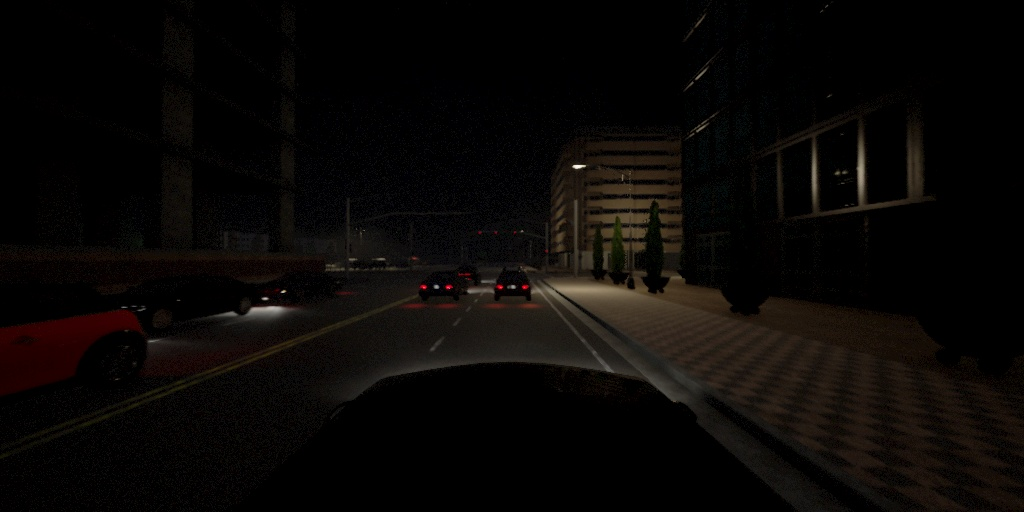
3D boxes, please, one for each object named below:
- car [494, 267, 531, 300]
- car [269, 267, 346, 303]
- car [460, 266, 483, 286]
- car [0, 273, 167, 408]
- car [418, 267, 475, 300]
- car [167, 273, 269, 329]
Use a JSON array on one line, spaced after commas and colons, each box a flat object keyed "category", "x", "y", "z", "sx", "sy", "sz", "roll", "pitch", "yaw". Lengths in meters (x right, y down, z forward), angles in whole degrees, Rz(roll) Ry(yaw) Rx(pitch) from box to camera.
[{"category": "car", "x": 0.051, "y": 1.483, "z": 18.908, "sx": 2.033, "sy": 1.411, "sz": 5.357, "roll": 0, "pitch": -1, "yaw": 1}, {"category": "car", "x": -10.551, "y": 1.473, "z": 18.027, "sx": 2.033, "sy": 1.411, "sz": 5.357, "roll": 0, "pitch": -1, "yaw": 0}, {"category": "car", "x": -3.497, "y": 1.545, "z": 28.654, "sx": 1.837, "sy": 1.490, "sz": 4.892, "roll": 0, "pitch": -1, "yaw": 0}, {"category": "car", "x": -7.096, "y": 1.125, "z": 3.958, "sx": 2.097, "sy": 1.767, "sz": 4.553, "roll": 0, "pitch": -1, "yaw": 0}, {"category": "car", "x": -3.449, "y": 1.483, "z": 18.913, "sx": 2.033, "sy": 1.411, "sz": 5.357, "roll": 0, "pitch": -1, "yaw": 1}, {"category": "car", "x": -10.499, "y": 1.332, "z": 11.456, "sx": 1.882, "sy": 1.535, "sz": 5.008, "roll": 0, "pitch": -1, "yaw": 0}]
